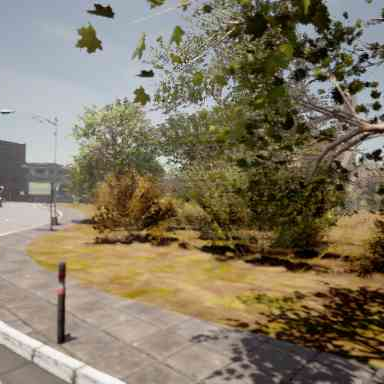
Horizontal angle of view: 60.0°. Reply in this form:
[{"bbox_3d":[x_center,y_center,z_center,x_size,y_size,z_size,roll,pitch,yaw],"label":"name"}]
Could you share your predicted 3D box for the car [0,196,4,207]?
[{"bbox_3d":[-24.742,1.070,41.530,1.837,1.490,4.892,0,1,-26],"label":"car"}]
